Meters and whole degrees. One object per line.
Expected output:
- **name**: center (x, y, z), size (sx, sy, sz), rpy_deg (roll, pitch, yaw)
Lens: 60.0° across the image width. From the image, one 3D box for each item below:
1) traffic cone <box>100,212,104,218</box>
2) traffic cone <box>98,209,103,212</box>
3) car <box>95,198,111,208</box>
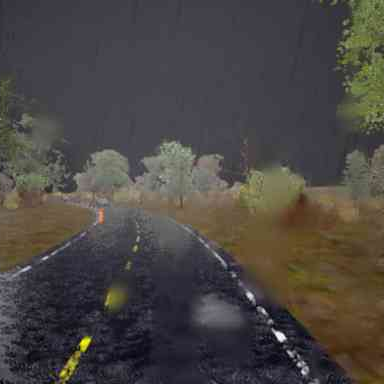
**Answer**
- **traffic cone**: center (-7.159, 2.078, 26.140), size (0.340, 0.580, 0.340), rpy_deg (0, 0, -13)
- **traffic cone**: center (-8.321, 2.102, 30.893), size (0.340, 0.580, 0.340), rpy_deg (0, 0, -15)
- **car**: center (-14.689, 1.777, 54.653), size (1.837, 1.490, 4.892), rpy_deg (0, 0, -26)
